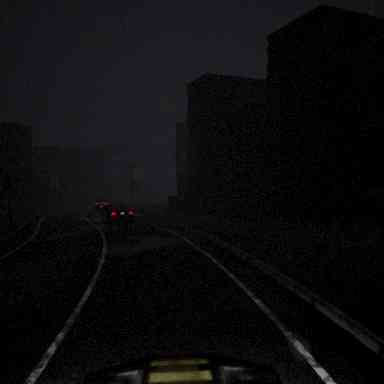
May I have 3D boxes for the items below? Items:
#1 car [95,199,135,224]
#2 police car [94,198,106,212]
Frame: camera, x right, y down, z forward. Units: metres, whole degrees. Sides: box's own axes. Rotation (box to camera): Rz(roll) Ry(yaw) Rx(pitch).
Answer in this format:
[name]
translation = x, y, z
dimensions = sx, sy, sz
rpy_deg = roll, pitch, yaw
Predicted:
[car]
translation = -5.628, 1.502, 24.768
dimensions = 2.033, 1.411, 5.357
rpy_deg = -2, 0, -22
[police car]
translation = -10.937, 1.527, 40.600
dimensions = 2.038, 1.542, 4.974
rpy_deg = -1, 0, -14
